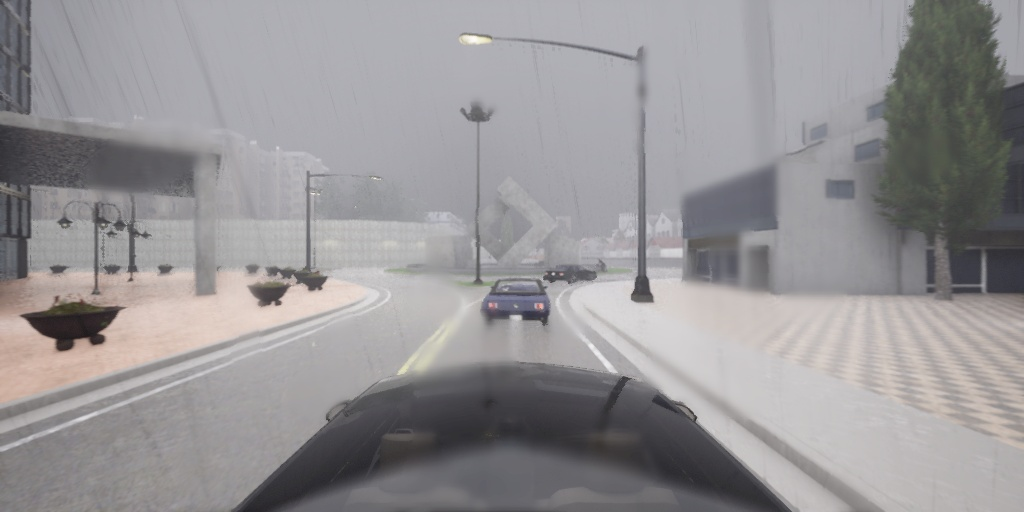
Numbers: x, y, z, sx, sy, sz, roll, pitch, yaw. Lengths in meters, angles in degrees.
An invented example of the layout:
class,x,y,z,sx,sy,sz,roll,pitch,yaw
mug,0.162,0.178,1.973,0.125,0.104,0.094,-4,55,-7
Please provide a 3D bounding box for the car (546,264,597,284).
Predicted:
class,x,y,z,sx,sy,sz,roll,pitch,yaw
car,4.538,1.317,27.355,2.033,1.411,5.357,0,0,39

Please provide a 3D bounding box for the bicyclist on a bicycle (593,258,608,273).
class,x,y,z,sx,sy,sz,roll,pitch,yaw
bicyclist on a bicycle,10.021,1.084,40.682,1.656,1.620,0.582,-1,0,30

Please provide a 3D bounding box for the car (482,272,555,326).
class,x,y,z,sx,sy,sz,roll,pitch,yaw
car,0.243,1.358,11.739,1.895,1.301,4.718,0,0,3
